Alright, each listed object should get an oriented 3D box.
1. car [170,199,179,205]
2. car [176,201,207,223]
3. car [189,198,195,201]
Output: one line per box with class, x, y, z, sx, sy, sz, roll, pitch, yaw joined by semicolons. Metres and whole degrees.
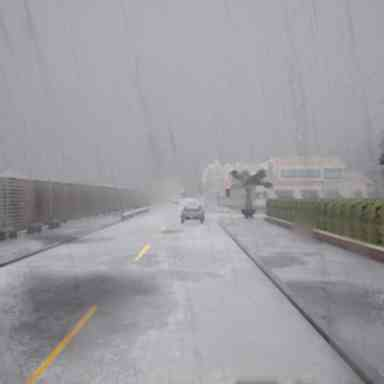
car;-4.017;2.340;78.857;1.882;1.535;5.008;0;-1;0
car;0.196;1.805;28.459;2.128;1.511;4.902;0;0;5
car;-0.018;2.457;85.923;1.812;1.442;4.674;0;-1;0
